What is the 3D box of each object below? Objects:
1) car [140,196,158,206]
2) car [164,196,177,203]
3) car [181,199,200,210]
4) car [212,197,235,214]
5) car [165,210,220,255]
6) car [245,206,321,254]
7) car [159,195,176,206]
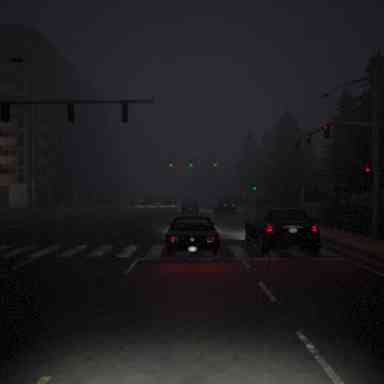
[{"bbox_3d":[-7.473,1.395,56.306,2.097,1.767,4.553,0,0,0],"label":"car"},{"bbox_3d":[-4.795,1.594,72.923,2.033,1.411,5.357,0,0,-12],"label":"car"},{"bbox_3d":[-0.165,1.517,35.872,2.128,1.511,4.902,0,0,0],"label":"car"},{"bbox_3d":[3.337,1.376,35.617,2.097,1.767,4.553,0,0,0],"label":"car"},{"bbox_3d":[0.004,1.610,13.306,1.895,1.301,4.718,0,0,0],"label":"car"},{"bbox_3d":[3.499,1.359,13.670,2.097,1.767,4.553,0,0,0],"label":"car"},{"bbox_3d":[-3.977,1.394,57.581,2.097,1.767,4.553,0,0,0],"label":"car"}]
